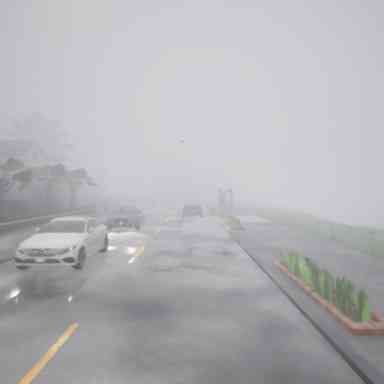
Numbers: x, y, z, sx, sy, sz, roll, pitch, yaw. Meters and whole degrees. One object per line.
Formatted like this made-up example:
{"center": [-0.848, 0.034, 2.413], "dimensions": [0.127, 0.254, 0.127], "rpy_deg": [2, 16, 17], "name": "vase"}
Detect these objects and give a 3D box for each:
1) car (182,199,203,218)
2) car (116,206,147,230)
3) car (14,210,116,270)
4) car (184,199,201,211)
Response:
{"center": [0.048, 1.557, 31.422], "dimensions": [1.882, 1.535, 5.008], "rpy_deg": [0, 0, 0], "name": "car"}
{"center": [-4.108, 1.620, 21.300], "dimensions": [1.994, 1.385, 4.181], "rpy_deg": [0, 0, 0], "name": "car"}
{"center": [-4.108, 1.557, 11.277], "dimensions": [1.812, 1.442, 4.674], "rpy_deg": [0, 0, -1], "name": "car"}
{"center": [0.027, 1.656, 43.253], "dimensions": [2.033, 1.411, 5.357], "rpy_deg": [0, 0, 0], "name": "car"}
